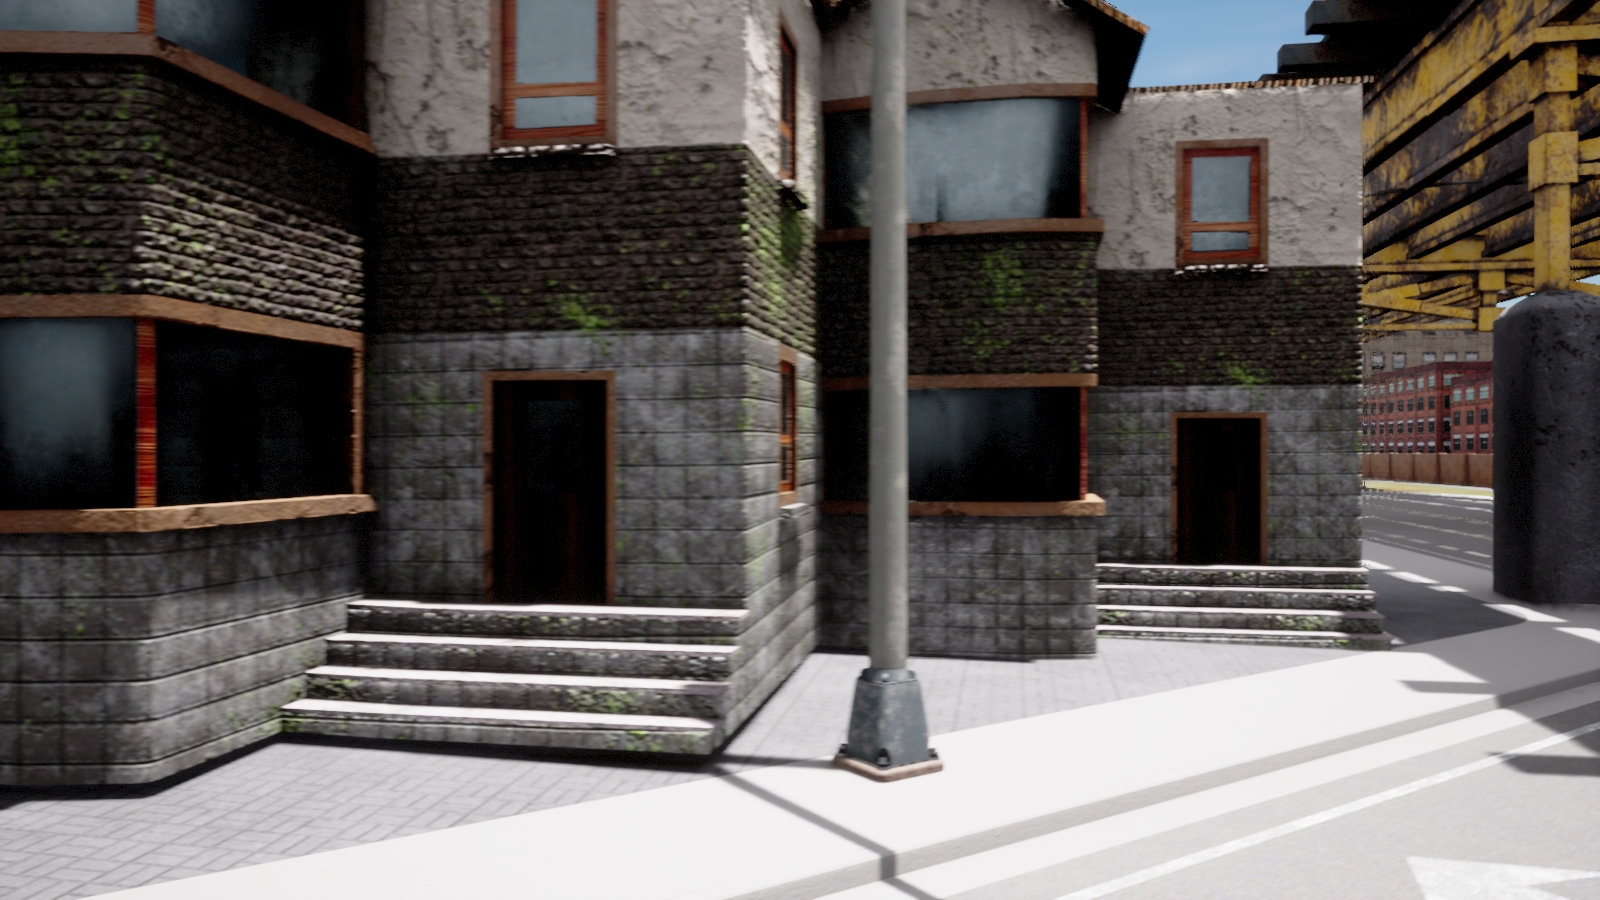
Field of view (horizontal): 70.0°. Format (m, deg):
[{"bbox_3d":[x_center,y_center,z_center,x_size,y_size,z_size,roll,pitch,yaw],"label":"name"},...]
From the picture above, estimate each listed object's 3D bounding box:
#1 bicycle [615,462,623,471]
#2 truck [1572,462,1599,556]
[{"bbox_3d":[-20.921,1.892,132.347,0.373,1.024,1.643,0,-1,10],"label":"bicycle"},{"bbox_3d":[22.197,1.575,28.844,2.627,2.467,5.204,0,0,11],"label":"truck"}]
